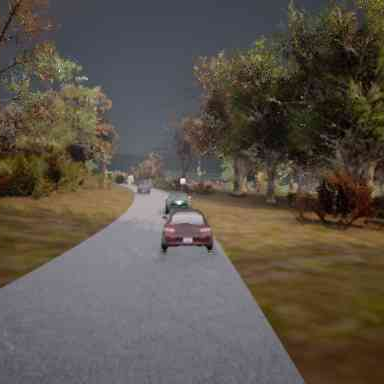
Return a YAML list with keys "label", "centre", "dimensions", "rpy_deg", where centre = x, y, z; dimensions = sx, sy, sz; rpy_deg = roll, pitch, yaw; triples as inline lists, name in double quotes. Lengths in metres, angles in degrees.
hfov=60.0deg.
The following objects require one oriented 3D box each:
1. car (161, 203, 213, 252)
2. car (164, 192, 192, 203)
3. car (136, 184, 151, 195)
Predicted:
- label: "car"
  centre: [-0.216, 1.385, 13.230]
  dimensions: [1.812, 1.442, 4.674]
  rpy_deg: [0, 1, -2]
- label: "car"
  centre: [-1.151, 0.766, 27.109]
  dimensions: [2.097, 1.767, 4.553]
  rpy_deg: [1, 2, -5]
- label: "car"
  centre: [-7.134, -0.398, 49.191]
  dimensions: [1.837, 1.490, 4.892]
  rpy_deg: [2, 3, -10]
